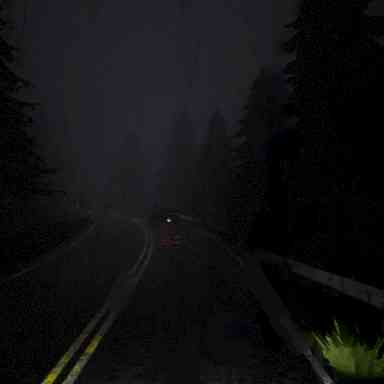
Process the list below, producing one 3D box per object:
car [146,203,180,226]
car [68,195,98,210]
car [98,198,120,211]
[{"bbox_3d":[-2.112,1.559,23.740,1.837,1.490,4.892,2,0,-15],"label":"car"},{"bbox_3d":[-13.163,1.148,39.374,2.097,1.767,4.553,3,-1,-32],"label":"car"},{"bbox_3d":[-10.318,1.463,40.842,1.837,1.490,4.892,3,-1,-33],"label":"car"}]
